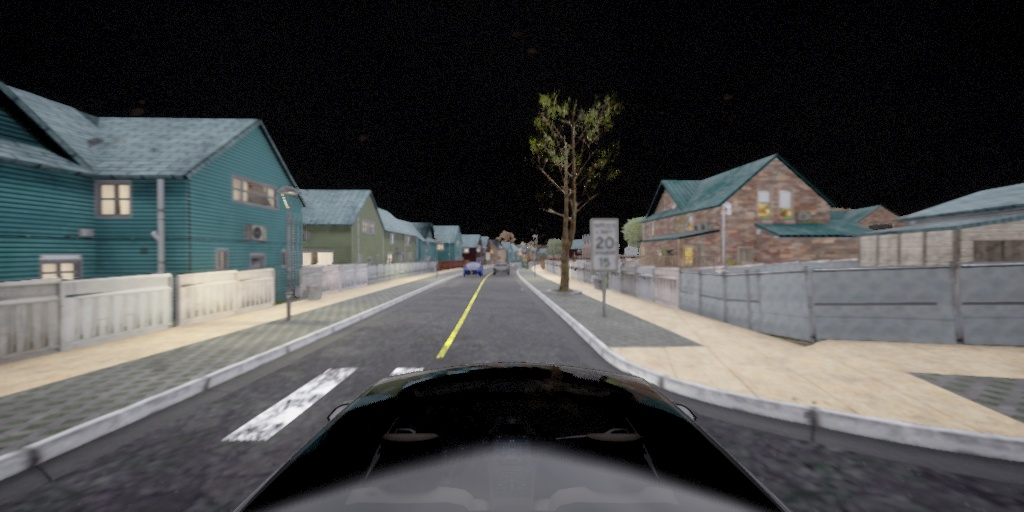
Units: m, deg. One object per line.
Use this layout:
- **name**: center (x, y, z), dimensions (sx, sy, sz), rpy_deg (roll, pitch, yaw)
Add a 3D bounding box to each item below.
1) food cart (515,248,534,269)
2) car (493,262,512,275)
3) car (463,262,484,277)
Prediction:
- **food cart**: center (2.196, 0.474, 60.491), dimensions (2.280, 3.560, 4.660), rpy_deg (0, 0, 3)
- **car**: center (-1.184, 1.395, 41.647), dimensions (2.128, 1.511, 4.902), rpy_deg (0, 0, 1)
- **car**: center (-3.999, 1.364, 37.651), dimensions (1.882, 1.535, 5.008), rpy_deg (0, 0, -1)
